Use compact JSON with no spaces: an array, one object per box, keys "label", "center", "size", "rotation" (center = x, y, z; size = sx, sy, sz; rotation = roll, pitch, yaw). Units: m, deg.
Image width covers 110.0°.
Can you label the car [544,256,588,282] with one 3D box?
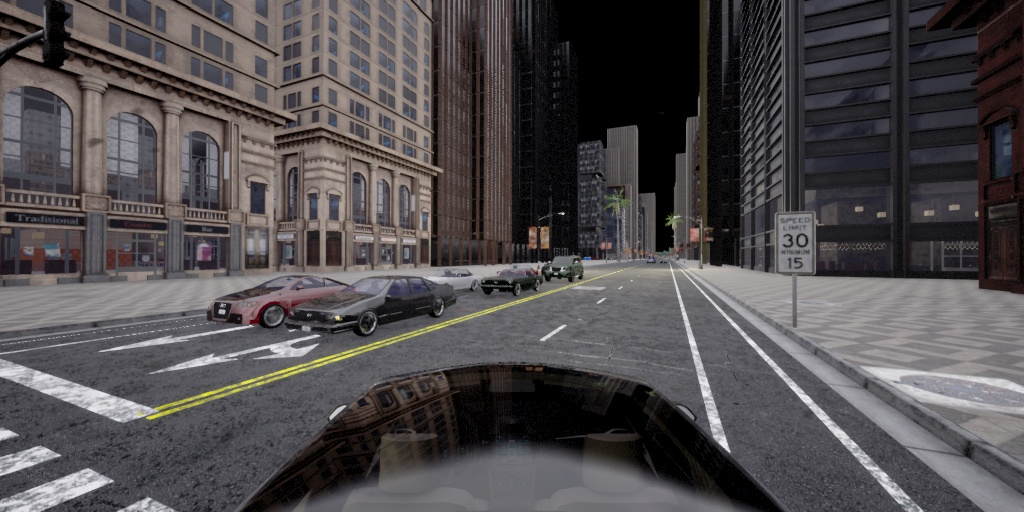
[{"label":"car","center":[4.376,0.987,29.369],"size":[2.150,2.045,5.566],"rotation":[0,0,23]}]

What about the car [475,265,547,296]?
[{"label":"car","center":[0.105,1.358,19.562],"size":[1.895,1.301,4.718],"rotation":[0,0,24]}]

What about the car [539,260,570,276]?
[{"label":"car","center":[4.601,1.251,37.946],"size":[1.882,1.535,5.008],"rotation":[0,0,24]}]

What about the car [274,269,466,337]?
[{"label":"car","center":[-3.721,1.299,10.770],"size":[2.033,1.411,5.357],"rotation":[0,0,24]}]

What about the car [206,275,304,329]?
[{"label":"car","center":[-6.972,1.316,11.433],"size":[1.994,1.385,4.181],"rotation":[0,0,24]}]

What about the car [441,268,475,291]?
[{"label":"car","center":[-3.481,1.357,19.468],"size":[1.895,1.301,4.718],"rotation":[0,0,24]}]
